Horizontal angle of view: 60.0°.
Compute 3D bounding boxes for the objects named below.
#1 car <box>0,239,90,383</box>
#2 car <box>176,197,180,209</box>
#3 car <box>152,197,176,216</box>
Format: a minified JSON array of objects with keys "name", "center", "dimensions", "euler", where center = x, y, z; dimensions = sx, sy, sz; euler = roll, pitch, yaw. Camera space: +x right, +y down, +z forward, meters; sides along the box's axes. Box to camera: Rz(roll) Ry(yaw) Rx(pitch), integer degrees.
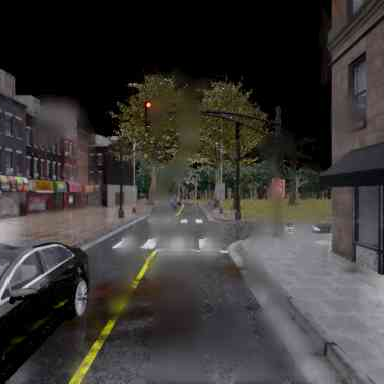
[{"name":"car","center":[-2.859,1.492,4.524],"dimensions":[2.128,1.511,4.902],"euler":[0,0,0]},{"name":"car","center":[-2.922,1.543,43.897],"dimensions":[1.882,1.535,5.008],"euler":[0,0,0]},{"name":"car","center":[-2.915,1.514,33.772],"dimensions":[1.882,1.535,5.008],"euler":[0,0,-1]}]
